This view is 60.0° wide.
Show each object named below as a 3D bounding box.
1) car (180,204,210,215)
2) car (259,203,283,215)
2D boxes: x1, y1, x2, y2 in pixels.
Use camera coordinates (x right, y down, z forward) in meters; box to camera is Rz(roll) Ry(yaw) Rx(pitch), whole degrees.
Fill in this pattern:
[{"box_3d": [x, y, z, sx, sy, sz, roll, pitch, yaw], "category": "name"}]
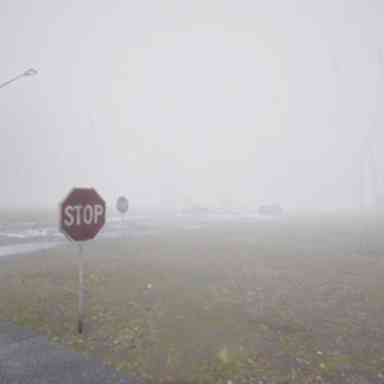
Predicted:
[{"box_3d": [0.405, 2.137, 40.972, 1.994, 1.385, 4.181, 0, 0, 36], "category": "car"}, {"box_3d": [10.124, 2.163, 42.480, 1.812, 1.442, 4.674, 0, 0, 36], "category": "car"}]
